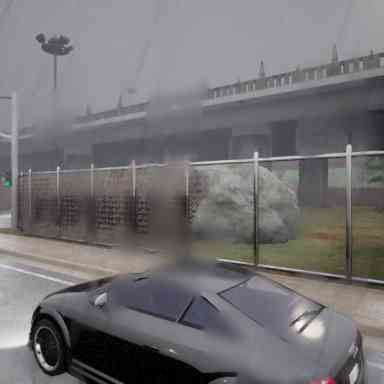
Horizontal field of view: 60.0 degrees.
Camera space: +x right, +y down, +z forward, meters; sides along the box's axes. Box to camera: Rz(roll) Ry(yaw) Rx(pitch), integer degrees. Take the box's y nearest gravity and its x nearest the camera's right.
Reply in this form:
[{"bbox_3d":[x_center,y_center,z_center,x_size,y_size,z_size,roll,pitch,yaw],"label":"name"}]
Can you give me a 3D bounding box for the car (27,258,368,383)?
[{"bbox_3d":[-0.189,1.564,4.125,4.181,1.385,1.994,0,0,36],"label":"car"}]
